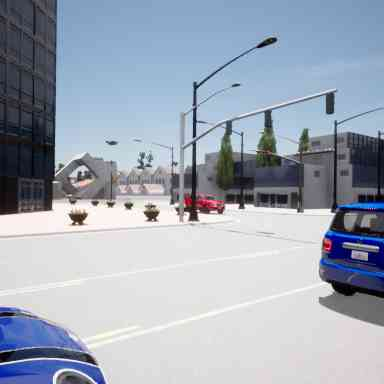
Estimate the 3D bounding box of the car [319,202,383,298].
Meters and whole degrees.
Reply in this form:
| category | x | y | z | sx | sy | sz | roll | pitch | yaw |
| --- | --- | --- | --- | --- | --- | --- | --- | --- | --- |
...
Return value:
| category | x | y | z | sx | sy | sz | roll | pitch | yaw |
| --- | --- | --- | --- | --- | --- | --- | --- | --- | --- |
| car | 5.200 | 1.239 | 7.507 | 5.566 | 2.045 | 2.150 | 0 | 0 | -35 |

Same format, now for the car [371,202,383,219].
| category | x | y | z | sx | sy | sz | roll | pitch | yaw |
| --- | --- | --- | --- | --- | --- | --- | --- | --- | --- |
| car | 19.212 | 1.726 | 31.087 | 5.008 | 1.535 | 1.882 | 1 | 0 | -29 |

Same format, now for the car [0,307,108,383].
| category | x | y | z | sx | sy | sz | roll | pitch | yaw |
| --- | --- | --- | --- | --- | --- | --- | --- | --- | --- |
| car | -2.729 | 1.352 | 1.796 | 4.553 | 1.767 | 2.097 | 0 | 0 | -35 |

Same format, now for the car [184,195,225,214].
| category | x | y | z | sx | sy | sz | roll | pitch | yaw |
| --- | --- | --- | --- | --- | --- | --- | --- | --- | --- |
| car | 1.299 | 1.314 | 36.715 | 2.150 | 2.045 | 5.566 | 1 | -1 | -35 |
